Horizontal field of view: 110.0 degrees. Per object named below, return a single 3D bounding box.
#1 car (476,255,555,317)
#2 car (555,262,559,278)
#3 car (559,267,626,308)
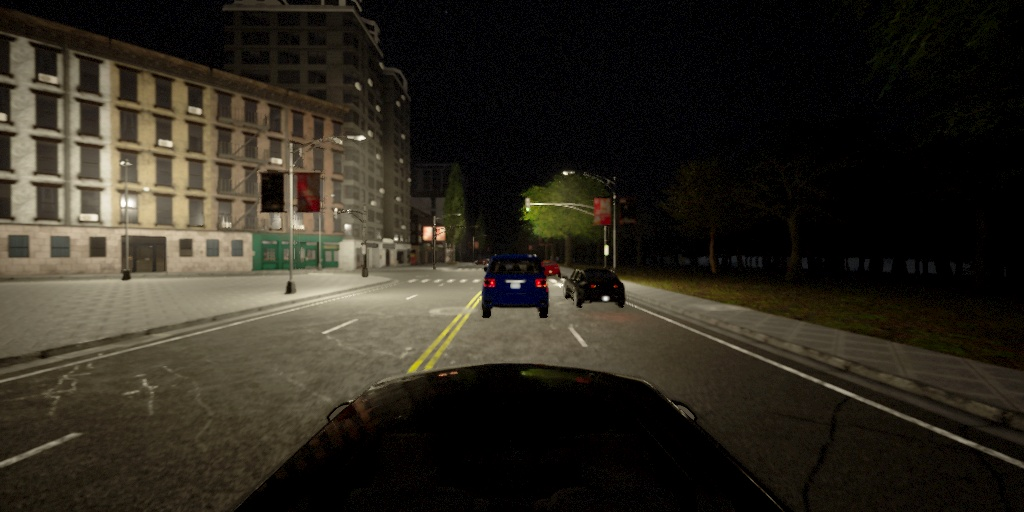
[{"bbox_3d":[0.103,0.971,13.262,2.150,2.045,5.566,0,0,0],"label":"car"},{"bbox_3d":[3.356,1.224,33.687,1.882,1.535,5.008,0,0,0],"label":"car"},{"bbox_3d":[3.355,1.255,15.257,1.837,1.490,4.892,0,0,0],"label":"car"}]
